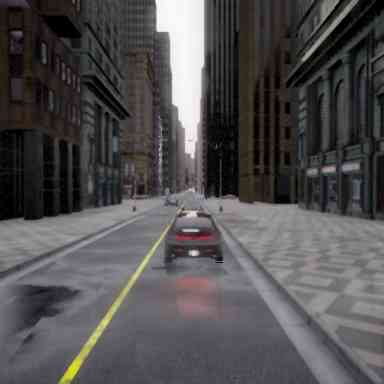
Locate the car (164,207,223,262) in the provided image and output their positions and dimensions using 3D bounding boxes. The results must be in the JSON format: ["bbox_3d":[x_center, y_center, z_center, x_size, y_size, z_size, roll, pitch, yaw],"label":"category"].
[{"bbox_3d":[0.066,1.500,11.983,1.837,1.490,4.892,0,0,0],"label":"car"}]

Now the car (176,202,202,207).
[{"bbox_3d":[0.052,1.592,25.587,1.895,1.301,4.718,0,0,0],"label":"car"}]

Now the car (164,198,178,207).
[{"bbox_3d":[-3.089,1.555,50.677,1.994,1.385,4.181,0,0,0],"label":"car"}]
